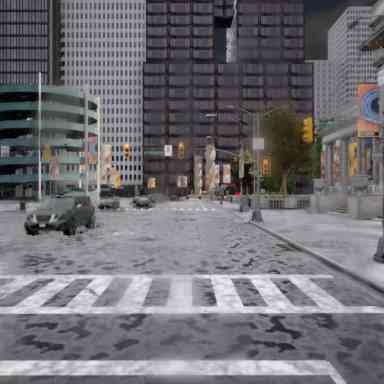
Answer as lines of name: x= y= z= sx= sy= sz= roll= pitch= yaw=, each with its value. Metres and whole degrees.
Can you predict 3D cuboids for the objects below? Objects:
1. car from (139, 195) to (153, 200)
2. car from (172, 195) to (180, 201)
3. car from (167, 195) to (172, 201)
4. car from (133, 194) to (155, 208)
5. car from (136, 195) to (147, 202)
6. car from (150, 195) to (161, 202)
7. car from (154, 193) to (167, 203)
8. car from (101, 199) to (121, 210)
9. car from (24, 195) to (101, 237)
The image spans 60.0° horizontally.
car: x=-13.072 y=1.502 z=94.337 sx=1.994 sy=1.385 sz=4.181 roll=0 pitch=0 yaw=-43
car: x=-4.769 y=1.499 z=87.967 sx=1.837 sy=1.490 sz=4.892 roll=0 pitch=0 yaw=-29
car: x=-7.505 y=1.594 z=85.653 sx=1.895 sy=1.301 sz=4.718 roll=0 pitch=0 yaw=-25
car: x=-7.074 y=1.477 z=49.300 sx=1.882 sy=1.535 sz=5.008 roll=0 pitch=0 yaw=0
car: x=-11.572 y=1.539 z=76.415 sx=2.033 sy=1.411 sz=5.357 roll=0 pitch=0 yaw=-14
car: x=-8.790 y=1.524 z=79.377 sx=1.812 sy=1.442 sz=4.674 roll=0 pitch=0 yaw=-18
car: x=-7.052 y=1.223 z=68.692 sx=2.150 sy=2.045 sz=5.566 roll=0 pitch=0 yaw=1
car: x=-10.577 y=1.547 z=43.029 sx=2.033 sy=1.411 sz=5.357 roll=0 pitch=0 yaw=0
car: x=-7.090 y=1.221 z=18.530 sx=2.150 sy=2.045 sz=5.566 roll=0 pitch=0 yaw=0
